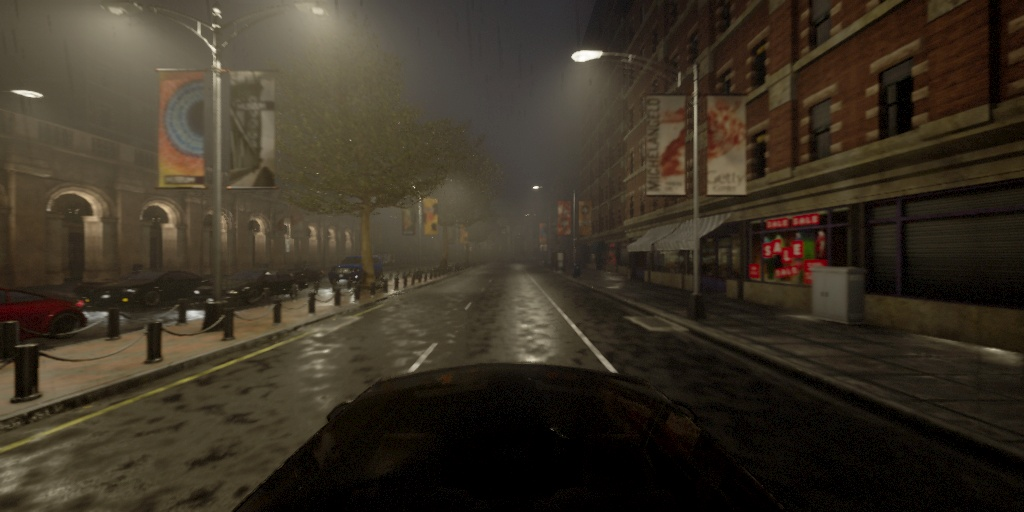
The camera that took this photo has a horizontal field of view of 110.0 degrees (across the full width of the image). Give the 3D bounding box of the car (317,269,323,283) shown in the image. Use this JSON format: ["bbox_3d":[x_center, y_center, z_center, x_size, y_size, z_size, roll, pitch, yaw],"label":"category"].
[{"bbox_3d":[-14.993,1.316,25.144,1.994,1.385,4.181,0,0,0],"label":"car"}]

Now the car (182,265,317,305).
[{"bbox_3d":[-11.523,1.298,16.410,2.033,1.411,5.357,0,0,0],"label":"car"}]

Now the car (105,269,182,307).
[{"bbox_3d":[-15.029,1.315,15.266,1.994,1.385,4.181,0,0,1],"label":"car"}]

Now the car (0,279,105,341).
[{"bbox_3d":[-11.582,1.314,7.168,1.994,1.385,4.181,0,0,0],"label":"car"}]

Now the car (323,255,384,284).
[{"bbox_3d":[-11.493,0.974,26.911,2.150,2.045,5.566,0,0,0],"label":"car"}]
